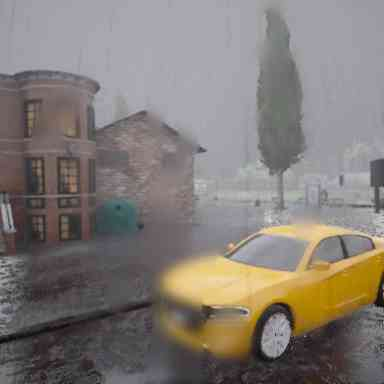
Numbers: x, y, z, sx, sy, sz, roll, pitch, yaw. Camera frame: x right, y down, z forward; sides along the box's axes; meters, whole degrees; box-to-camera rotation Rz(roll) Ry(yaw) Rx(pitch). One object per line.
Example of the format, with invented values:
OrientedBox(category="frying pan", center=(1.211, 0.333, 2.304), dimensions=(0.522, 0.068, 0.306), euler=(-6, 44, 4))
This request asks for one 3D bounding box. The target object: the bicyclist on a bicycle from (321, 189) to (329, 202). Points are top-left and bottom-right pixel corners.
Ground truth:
OrientedBox(category="bicyclist on a bicycle", center=(16.398, 0.477, 40.885), dimensions=(1.656, 1.620, 0.582), euler=(-2, 1, -36))

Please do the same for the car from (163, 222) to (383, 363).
OrientedBox(category="car", center=(1.847, 1.364, 5.909), dimensions=(5.008, 1.535, 1.882), euler=(-2, 1, -35))

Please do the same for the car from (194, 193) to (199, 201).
OrientedBox(category="car", center=(-0.800, 0.734, 57.660), dimensions=(1.837, 1.490, 4.892), euler=(-2, 1, -35))
